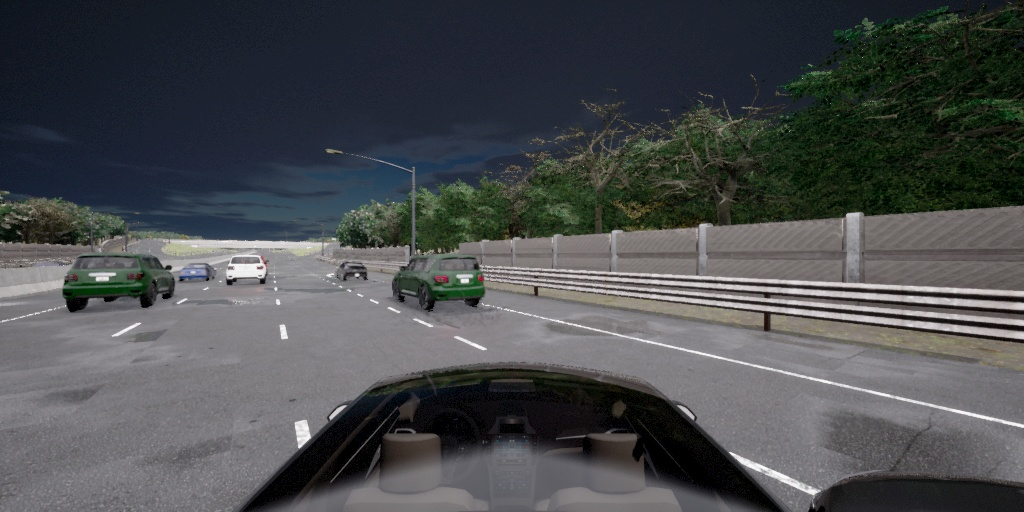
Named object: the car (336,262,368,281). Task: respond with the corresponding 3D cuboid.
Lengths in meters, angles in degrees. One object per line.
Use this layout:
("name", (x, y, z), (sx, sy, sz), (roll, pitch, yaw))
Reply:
("car", (-13.470, 1.239, 30.073), (1.837, 1.490, 4.892), (0, -1, -34))

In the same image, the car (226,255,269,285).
("car", (-19.273, 0.957, 26.159), (2.150, 2.045, 5.566), (0, 0, -34))

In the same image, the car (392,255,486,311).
("car", (-3.174, 0.969, 14.791), (2.150, 2.045, 5.566), (0, 0, -34))

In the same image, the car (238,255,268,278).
("car", (-25.262, 0.946, 35.111), (2.150, 2.045, 5.566), (0, 0, -34))

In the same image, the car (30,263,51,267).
("car", (-39.135, 1.266, 30.312), (2.033, 1.411, 5.357), (0, 0, -33))

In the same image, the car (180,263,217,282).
("car", (-25.541, 1.276, 29.221), (2.033, 1.411, 5.357), (0, 0, -34))

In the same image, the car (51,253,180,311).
("car", (-15.824, 0.956, 14.756), (2.150, 2.045, 5.566), (0, -1, -34))

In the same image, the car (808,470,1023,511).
("car", (2.986, 1.315, 0.409), (4.181, 1.385, 1.994), (0, 0, 34))
